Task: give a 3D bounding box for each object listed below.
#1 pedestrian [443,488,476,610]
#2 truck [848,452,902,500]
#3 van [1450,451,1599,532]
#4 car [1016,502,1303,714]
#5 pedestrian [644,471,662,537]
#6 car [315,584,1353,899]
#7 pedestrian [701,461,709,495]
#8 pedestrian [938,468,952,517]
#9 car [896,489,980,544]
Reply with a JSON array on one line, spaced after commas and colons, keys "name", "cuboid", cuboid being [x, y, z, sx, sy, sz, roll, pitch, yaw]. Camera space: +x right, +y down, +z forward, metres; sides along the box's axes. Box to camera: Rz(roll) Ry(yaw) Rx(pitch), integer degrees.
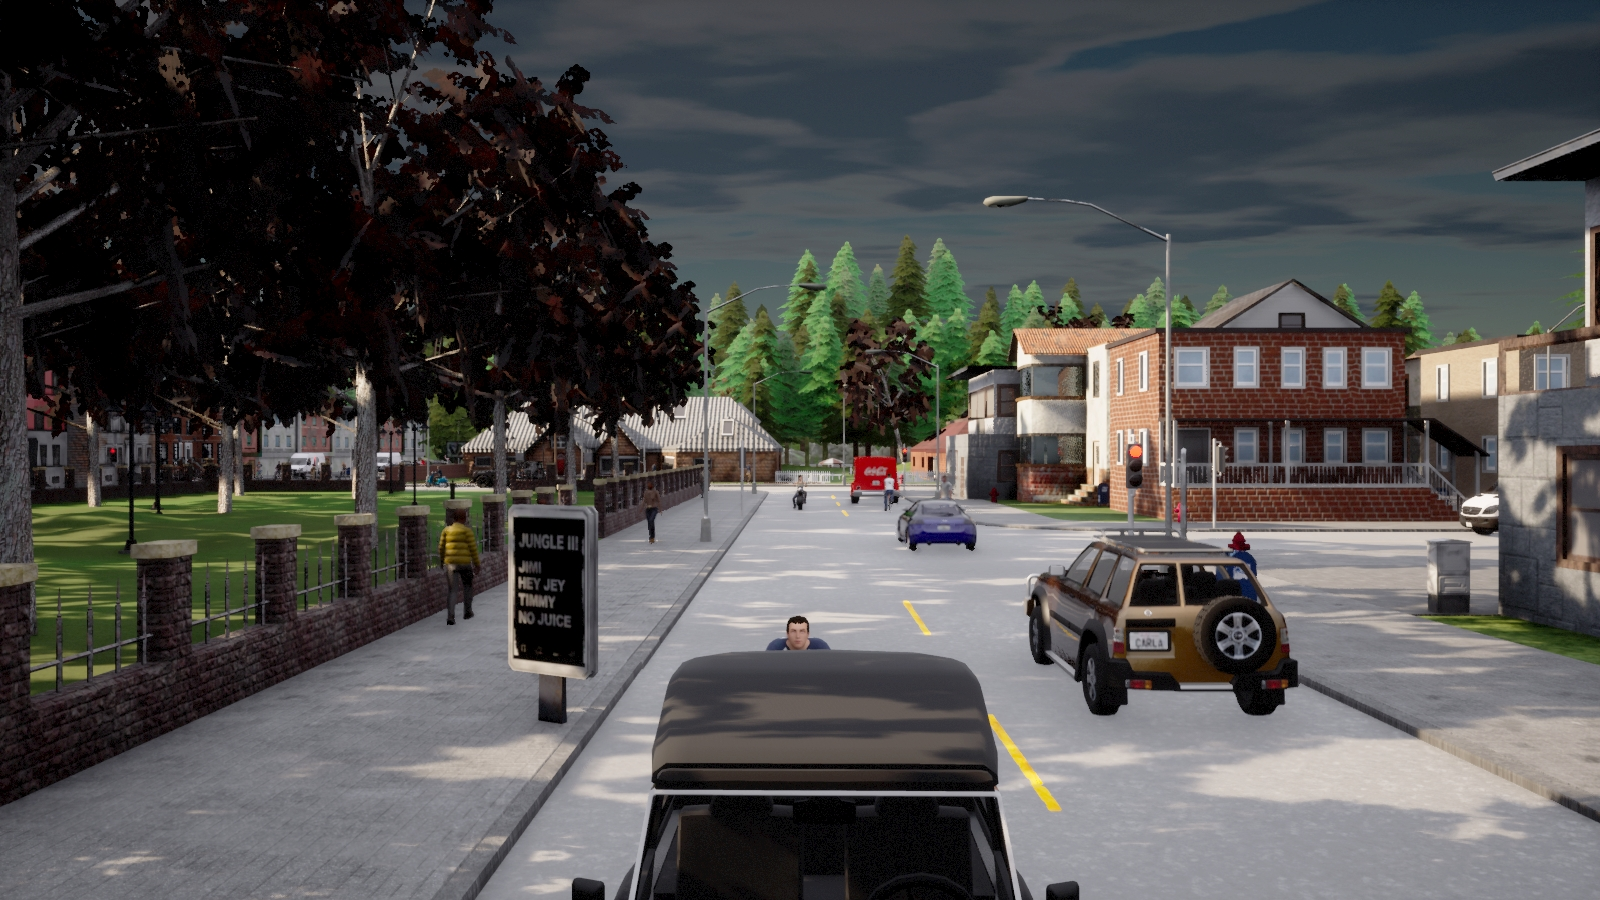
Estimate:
[{"name": "pedestrian", "cuboid": [-5.282, 1.532, 17.736, 0.375, 1.860, 0.375, 0, 0, 4]}, {"name": "truck", "cuboid": [3.969, 1.372, 61.570, 2.627, 2.467, 5.204, 0, 0, 1]}, {"name": "van", "cuboid": [24.712, 1.329, 37.232, 5.915, 2.561, 1.988, 0, 0, 0]}, {"name": "car", "cuboid": [3.945, 1.650, 13.461, 1.932, 1.855, 4.605, 0, 0, 0]}, {"name": "pedestrian", "cuboid": [-4.183, 1.539, 32.537, 0.375, 1.860, 0.375, 0, 0, 15]}, {"name": "car", "cuboid": [0.090, 1.640, 4.031, 1.905, 1.878, 3.866, 0, 0, 1]}, {"name": "pedestrian", "cuboid": [-5.243, 1.550, 63.180, 0.375, 1.860, 0.375, 0, 0, 5]}, {"name": "pedestrian", "cuboid": [5.638, 1.646, 44.369, 0.375, 1.860, 0.375, 0, 0, -42]}, {"name": "car", "cuboid": [4.003, 1.912, 33.763, 1.994, 1.385, 4.181, 0, 0, 0]}]
